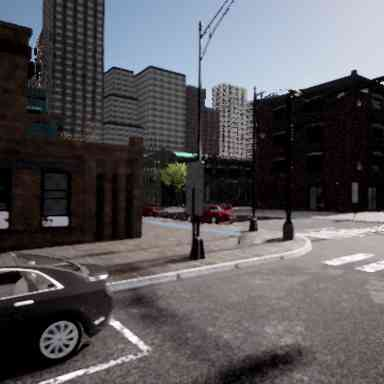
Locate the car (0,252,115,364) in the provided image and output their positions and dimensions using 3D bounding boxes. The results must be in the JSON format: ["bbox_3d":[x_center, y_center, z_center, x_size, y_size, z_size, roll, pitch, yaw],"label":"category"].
[{"bbox_3d":[-3.205,1.552,4.259,4.403,1.369,2.008,0,1,-35],"label":"car"}]

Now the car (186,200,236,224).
[{"bbox_3d":[1.322,1.543,24.204,1.887,1.381,4.507,0,-1,-35],"label":"car"}]

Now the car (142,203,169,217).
[{"bbox_3d":[-3.830,1.657,31.585,1.802,1.307,4.206,0,-1,-35],"label":"car"}]
